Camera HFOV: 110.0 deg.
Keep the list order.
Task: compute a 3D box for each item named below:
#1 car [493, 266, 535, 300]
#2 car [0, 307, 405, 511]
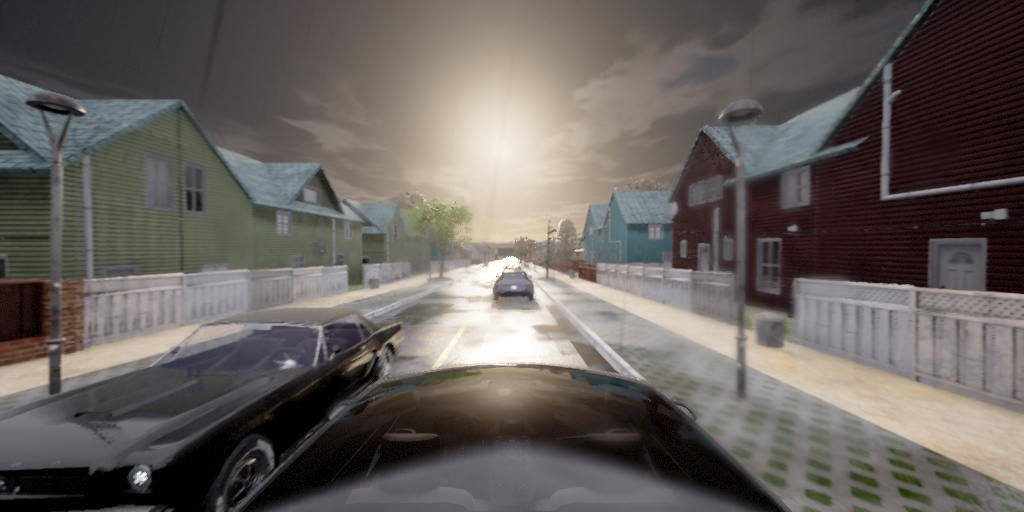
[{"bbox_3d":[0.094,1.397,18.213,1.994,1.385,4.181,0,0,0],"label":"car"},{"bbox_3d":[-2.851,1.363,4.193,1.895,1.301,4.718,0,0,0],"label":"car"}]
